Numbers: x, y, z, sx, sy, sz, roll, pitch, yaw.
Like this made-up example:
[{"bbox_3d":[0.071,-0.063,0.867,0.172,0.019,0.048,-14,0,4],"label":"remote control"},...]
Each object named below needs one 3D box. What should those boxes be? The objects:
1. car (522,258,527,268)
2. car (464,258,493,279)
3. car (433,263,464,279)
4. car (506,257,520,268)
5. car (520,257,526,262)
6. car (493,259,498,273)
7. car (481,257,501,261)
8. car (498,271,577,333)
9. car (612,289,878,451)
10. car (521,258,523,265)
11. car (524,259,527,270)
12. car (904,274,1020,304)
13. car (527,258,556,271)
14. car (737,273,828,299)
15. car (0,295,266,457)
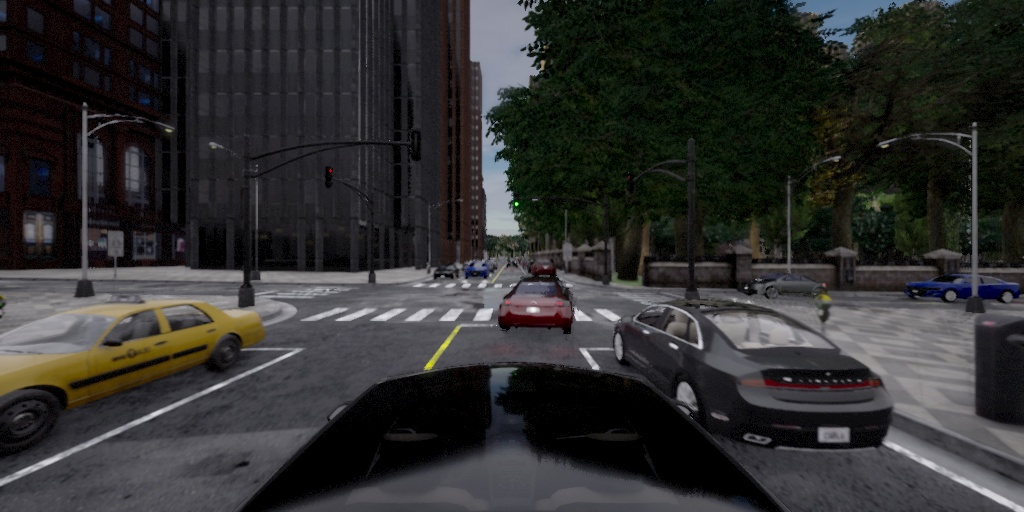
[{"bbox_3d":[2.772,1.310,48.294,2.007,1.370,4.403,0,0,0],"label":"car"},{"bbox_3d":[-3.086,1.227,32.532,1.882,1.535,5.008,0,0,0],"label":"car"},{"bbox_3d":[-5.757,1.315,31.918,1.948,1.339,4.313,0,0,0],"label":"car"},{"bbox_3d":[0.012,1.296,62.042,1.812,1.442,4.674,0,0,0],"label":"car"},{"bbox_3d":[2.774,1.207,59.208,1.967,1.591,4.097,0,0,0],"label":"car"},{"bbox_3d":[-3.083,1.320,42.497,1.994,1.385,4.181,0,0,0],"label":"car"},{"bbox_3d":[-3.074,1.255,52.543,2.128,1.511,4.902,0,0,0],"label":"car"},{"bbox_3d":[0.880,1.316,10.892,1.994,1.385,4.181,0,0,10],"label":"car"},{"bbox_3d":[2.763,1.299,5.261,2.007,1.370,4.403,0,0,0],"label":"car"},{"bbox_3d":[2.773,1.314,53.751,2.007,1.370,4.403,0,0,0],"label":"car"},{"bbox_3d":[2.771,1.321,42.838,1.948,1.339,4.313,0,0,0],"label":"car"},{"bbox_3d":[25.088,1.756,20.114,5.008,1.535,1.882,1,0,0],"label":"car"},{"bbox_3d":[2.769,1.063,31.926,2.192,1.841,5.009,0,0,0],"label":"car"},{"bbox_3d":[15.050,1.638,20.081,4.181,1.385,1.994,1,0,-2],"label":"car"},{"bbox_3d":[-5.762,1.274,5.084,1.751,1.417,4.829,0,0,0],"label":"car"}]
